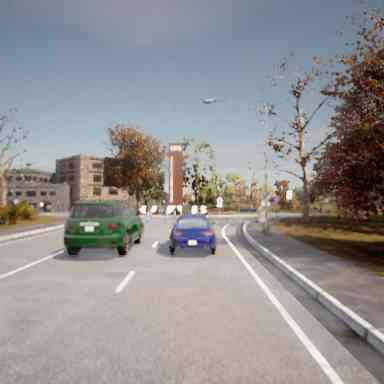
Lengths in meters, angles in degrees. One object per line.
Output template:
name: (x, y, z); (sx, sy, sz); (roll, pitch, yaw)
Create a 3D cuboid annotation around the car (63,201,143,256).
car: (-3.462, 1.376, 13.953); (2.150, 2.045, 5.566); (0, -1, 0)

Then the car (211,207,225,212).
car: (5.930, 4.371, 82.089); (4.181, 1.385, 1.994); (-1, -3, 24)

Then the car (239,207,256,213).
car: (13.495, 4.283, 80.603); (1.994, 1.385, 4.181); (3, -4, -45)

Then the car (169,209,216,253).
car: (0.046, 1.689, 14.284); (1.812, 1.442, 4.674); (0, -1, 1)
